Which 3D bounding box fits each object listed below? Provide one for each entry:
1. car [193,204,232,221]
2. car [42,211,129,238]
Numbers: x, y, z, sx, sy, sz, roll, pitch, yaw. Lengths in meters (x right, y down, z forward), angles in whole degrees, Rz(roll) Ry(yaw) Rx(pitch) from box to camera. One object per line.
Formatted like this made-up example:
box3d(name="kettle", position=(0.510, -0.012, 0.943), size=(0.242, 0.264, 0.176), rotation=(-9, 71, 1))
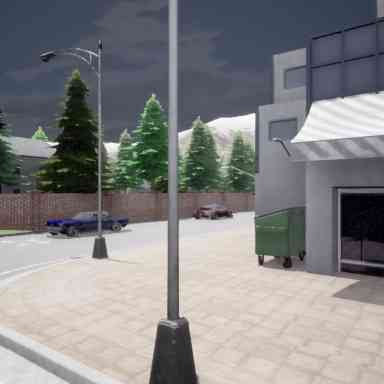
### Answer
box3d(name="car", position=(1.897, 1.741, 29.738), size=(1.994, 1.385, 4.181), rotation=(0, 0, 37))
box3d(name="car", position=(-5.985, 1.777, 19.104), size=(1.895, 1.301, 4.718), rotation=(0, 0, 37))
